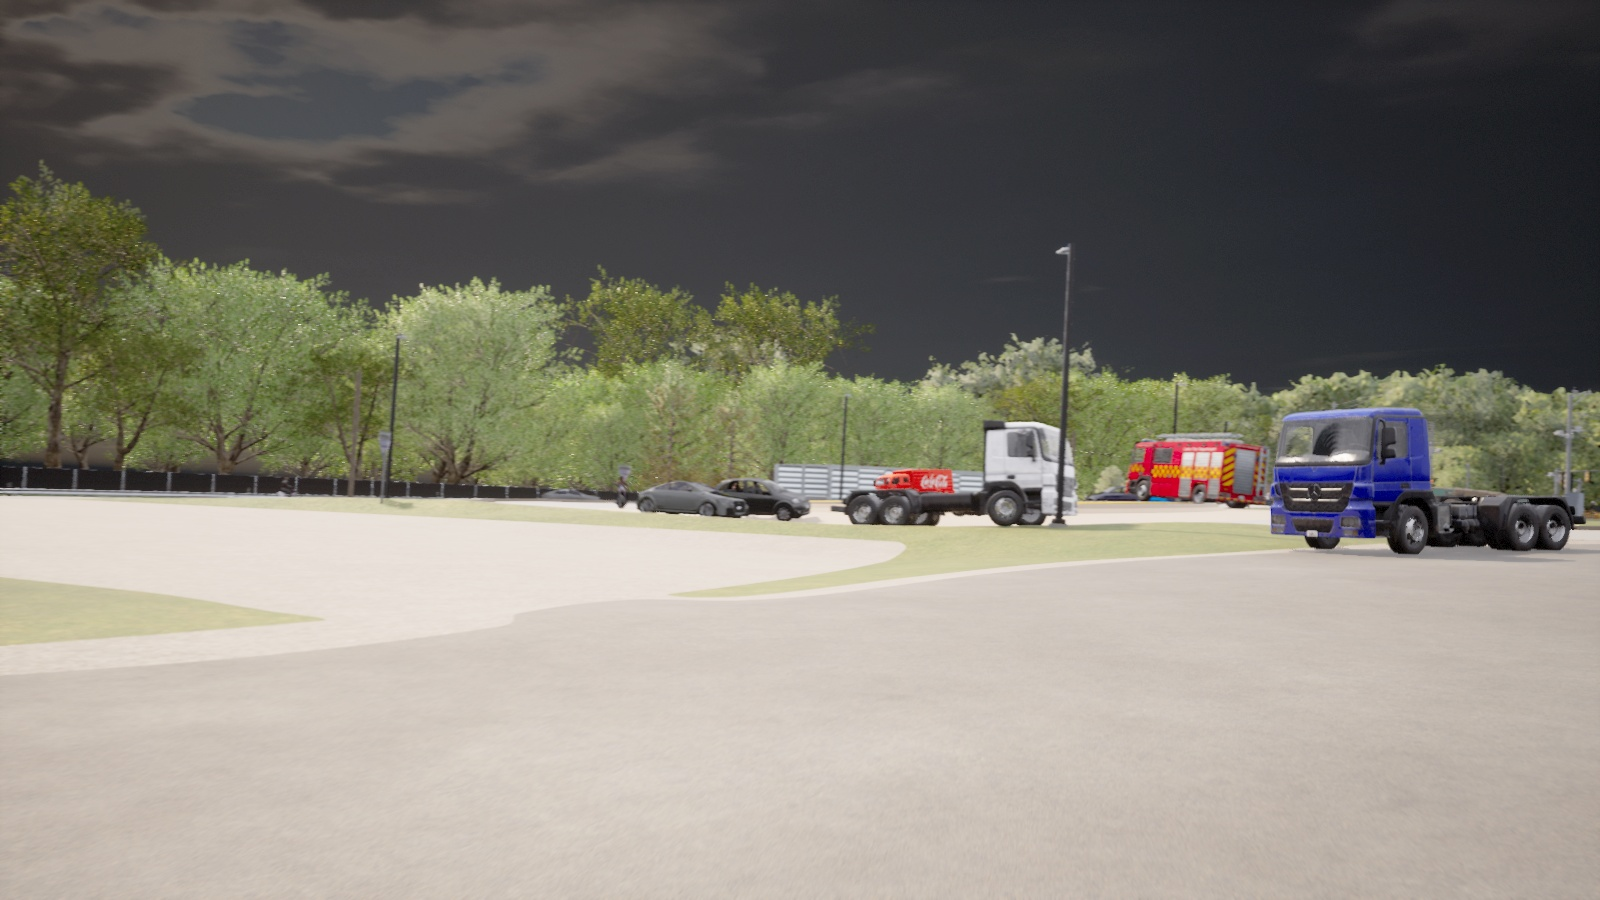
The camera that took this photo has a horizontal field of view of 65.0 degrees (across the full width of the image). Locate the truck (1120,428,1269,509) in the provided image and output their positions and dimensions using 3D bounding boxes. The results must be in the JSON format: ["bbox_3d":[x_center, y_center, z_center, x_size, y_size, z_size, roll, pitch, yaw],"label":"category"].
[{"bbox_3d":[21.109,0.961,67.832,2.891,3.827,8.468,7,-2,-19],"label":"truck"}]

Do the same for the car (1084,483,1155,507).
[{"bbox_3d":[21.155,2.977,83.185,4.193,1.474,1.816,0,0,-5],"label":"car"}]

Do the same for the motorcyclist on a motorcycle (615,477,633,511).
[{"bbox_3d":[-8.513,2.125,60.770,0.766,1.649,2.350,1,-2,-10],"label":"motorcyclist on a motorcycle"}]

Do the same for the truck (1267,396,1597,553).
[{"bbox_3d":[15.497,0.602,30.696,7.936,3.462,2.891,0,-2,-25],"label":"truck"}]

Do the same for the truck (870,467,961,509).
[{"bbox_3d":[7.543,2.486,81.917,5.204,2.467,2.627,-1,-5,-33],"label":"truck"}]

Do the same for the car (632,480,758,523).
[{"bbox_3d":[-3.870,1.892,46.229,4.181,1.385,1.994,1,-3,28],"label":"car"}]

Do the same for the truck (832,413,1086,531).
[{"bbox_3d":[5.272,0.894,42.340,7.936,3.462,2.891,-4,-6,29],"label":"truck"}]

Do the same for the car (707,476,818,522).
[{"bbox_3d":[-1.471,1.909,49.573,3.988,1.617,1.851,0,2,18],"label":"car"}]
